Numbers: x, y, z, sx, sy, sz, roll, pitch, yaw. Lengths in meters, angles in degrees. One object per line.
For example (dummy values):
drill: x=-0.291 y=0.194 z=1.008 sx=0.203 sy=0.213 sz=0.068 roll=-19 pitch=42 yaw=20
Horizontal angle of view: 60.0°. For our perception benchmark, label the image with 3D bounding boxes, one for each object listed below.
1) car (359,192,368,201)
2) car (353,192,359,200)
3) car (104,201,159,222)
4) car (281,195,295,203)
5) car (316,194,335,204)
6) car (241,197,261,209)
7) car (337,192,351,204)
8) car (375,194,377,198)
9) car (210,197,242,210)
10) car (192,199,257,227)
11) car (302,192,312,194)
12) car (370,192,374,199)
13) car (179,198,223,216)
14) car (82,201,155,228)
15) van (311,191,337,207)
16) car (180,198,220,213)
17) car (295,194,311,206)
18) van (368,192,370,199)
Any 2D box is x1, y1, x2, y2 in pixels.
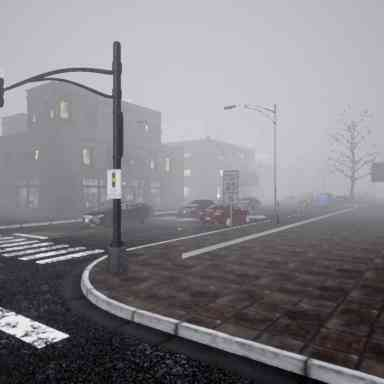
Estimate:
car: x=32.915 y=0.939 z=65.919 sx=1.967 sy=1.590 sz=4.097 roll=0 pitch=1 yaw=35
car: x=26.638 y=1.115 z=56.823 sx=1.887 sy=1.381 sz=4.507 roll=0 pitch=1 yaw=35
car: x=-4.691 y=1.452 z=26.173 sx=1.802 sy=1.307 sz=4.206 roll=0 pitch=1 yaw=35
car: x=16.602 y=1.201 z=57.033 sx=1.802 sy=1.307 sz=4.206 roll=0 pitch=1 yaw=35
car: x=22.180 y=1.079 z=54.948 sx=1.882 sy=1.535 sz=5.008 roll=0 pitch=0 yaw=34
car: x=6.296 y=1.287 z=37.534 sx=1.812 sy=1.442 sz=4.674 roll=0 pitch=0 yaw=35
car: x=23.500 y=1.173 z=52.274 sx=1.947 sy=1.339 sz=4.313 roll=0 pitch=1 yaw=35
car: x=45.468 y=0.799 z=84.113 sx=1.967 sy=1.590 sz=4.097 roll=0 pitch=1 yaw=35
car: x=4.049 y=1.333 z=38.840 sx=1.947 sy=1.339 sz=4.313 roll=0 pitch=1 yaw=35
car: x=2.208 y=1.403 z=21.413 sx=1.887 sy=1.381 sz=4.507 roll=0 pitch=1 yaw=35
car: x=22.878 y=0.862 z=66.129 sx=2.192 sy=1.841 sz=5.009 roll=0 pitch=1 yaw=35
car: x=39.191 y=0.973 z=75.017 sx=1.887 sy=1.381 sz=4.507 roll=0 pitch=1 yaw=35
car: x=0.733 y=1.353 z=29.477 sx=1.812 sy=1.442 sz=4.674 roll=0 pitch=0 yaw=35
car: x=-4.769 y=1.384 z=21.508 sx=2.128 sy=1.511 sz=4.902 roll=0 pitch=0 yaw=35
van: x=17.224 y=1.021 z=43.176 sx=1.690 sy=1.788 sz=3.998 roll=0 pitch=1 yaw=35
car: x=0.911 y=1.355 z=34.291 sx=2.008 sy=1.369 sz=4.403 roll=0 pitch=1 yaw=35
car: x=16.357 y=1.270 z=46.494 sx=1.895 sy=1.301 sz=4.718 roll=0 pitch=0 yaw=35
van: x=36.053 y=0.805 z=70.467 sx=1.690 sy=1.788 sz=3.998 roll=0 pitch=1 yaw=35
